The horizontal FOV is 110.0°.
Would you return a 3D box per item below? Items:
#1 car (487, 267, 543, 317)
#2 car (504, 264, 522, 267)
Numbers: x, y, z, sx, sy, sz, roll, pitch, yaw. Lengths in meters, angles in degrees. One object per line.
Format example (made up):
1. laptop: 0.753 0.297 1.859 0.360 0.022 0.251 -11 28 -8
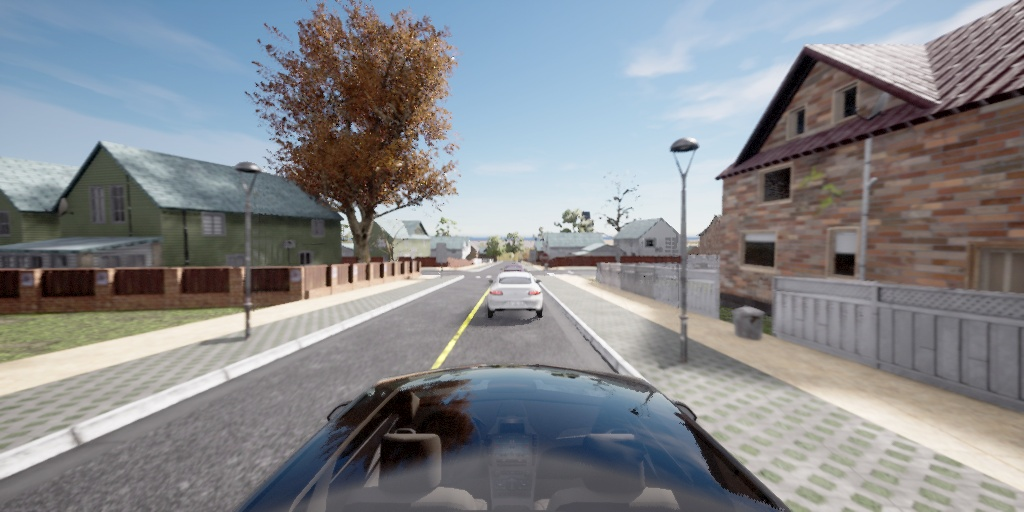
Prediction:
1. car: 0.100 1.290 13.142 1.812 1.442 4.674 0 0 0
2. car: 0.099 1.320 26.037 1.812 1.442 4.674 0 0 0
